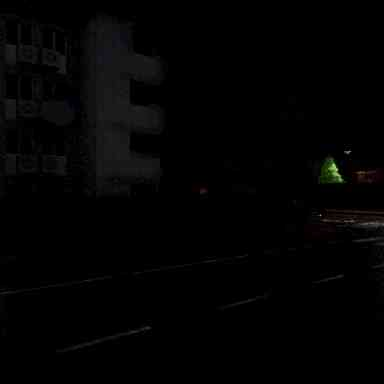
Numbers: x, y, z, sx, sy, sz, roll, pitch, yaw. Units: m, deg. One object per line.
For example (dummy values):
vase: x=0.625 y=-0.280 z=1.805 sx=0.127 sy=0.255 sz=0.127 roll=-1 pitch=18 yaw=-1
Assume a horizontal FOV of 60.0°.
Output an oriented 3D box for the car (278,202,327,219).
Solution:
car: x=9.154 y=1.584 z=28.770 sx=1.895 sy=1.301 sz=4.718 roll=0 pitch=0 yaw=-35

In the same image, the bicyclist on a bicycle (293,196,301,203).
bicyclist on a bicycle: x=12.514 y=1.286 z=39.540 sx=1.656 sy=1.620 sz=0.582 roll=0 pitch=0 yaw=-36
